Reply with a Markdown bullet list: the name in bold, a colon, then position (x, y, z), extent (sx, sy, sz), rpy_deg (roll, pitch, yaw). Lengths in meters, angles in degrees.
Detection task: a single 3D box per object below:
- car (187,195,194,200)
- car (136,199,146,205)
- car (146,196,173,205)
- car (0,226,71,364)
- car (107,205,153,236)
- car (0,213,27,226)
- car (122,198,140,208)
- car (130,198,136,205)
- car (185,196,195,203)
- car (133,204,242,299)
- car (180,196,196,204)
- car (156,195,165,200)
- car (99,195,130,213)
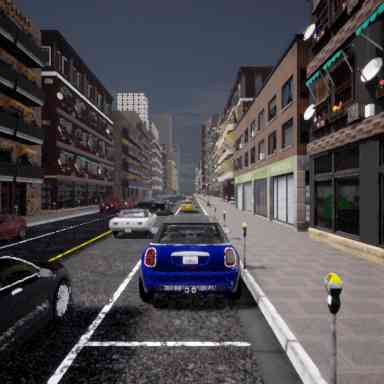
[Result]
- **car**: position (-0.452, 1.513, 93.685), extent (1.752, 1.417, 4.829), rpy_deg (0, 0, 0)
- **car**: position (-6.186, 1.599, 44.606), extent (1.895, 1.301, 4.718), rpy_deg (0, 0, 1)
- **car**: position (-3.102, 1.492, 34.190), extent (2.128, 1.511, 4.902), rpy_deg (0, 0, 0)
- **car**: position (-3.144, 1.506, 4.275), extent (1.837, 1.490, 4.892), rpy_deg (0, 0, 0)
- **car**: position (-3.110, 1.601, 18.577), extent (1.895, 1.301, 4.718), rpy_deg (0, 0, 1)
- **car**: position (-8.835, 1.583, 14.612), extent (1.802, 1.307, 4.206), rpy_deg (0, 0, 0)
- **car**: position (-8.834, 1.543, 48.430), extent (1.887, 1.381, 4.507), rpy_deg (0, 0, 0)
- **car**: position (-8.834, 1.439, 42.793), extent (1.967, 1.590, 4.097), rpy_deg (0, 0, 0)
- **car**: position (-0.453, 1.545, 70.970), extent (2.008, 1.369, 4.403), rpy_deg (0, 0, 0)
- **car**: position (-0.032, 1.353, 8.619), extent (2.097, 1.767, 4.553), rpy_deg (0, 0, 0)
- **car**: position (-0.454, 1.525, 37.323), extent (1.752, 1.417, 4.829), rpy_deg (0, 0, 0)
- **car**: position (-8.834, 1.539, 93.519), extent (2.008, 1.369, 4.403), rpy_deg (0, 0, 0)
- **car**: position (-8.833, 1.314, 37.157), extent (2.192, 1.841, 5.009), rpy_deg (0, 0, 0)
